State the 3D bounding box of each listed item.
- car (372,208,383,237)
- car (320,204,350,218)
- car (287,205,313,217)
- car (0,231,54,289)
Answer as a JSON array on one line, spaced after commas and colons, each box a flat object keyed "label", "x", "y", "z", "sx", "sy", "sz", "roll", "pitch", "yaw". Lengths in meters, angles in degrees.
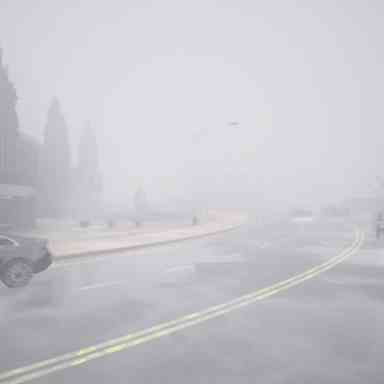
[{"label": "car", "x": 11.641, "y": 1.855, "z": 19.414, "sx": 1.895, "sy": 1.301, "sz": 4.718, "roll": -1, "pitch": -1, "yaw": 26}, {"label": "car", "x": 15.853, "y": 2.040, "z": 37.060, "sx": 2.128, "sy": 1.511, "sz": 4.902, "roll": -1, "pitch": -1, "yaw": 3}, {"label": "car", "x": 12.461, "y": 2.181, "z": 38.591, "sx": 1.994, "sy": 1.385, "sz": 4.181, "roll": -1, "pitch": -1, "yaw": 2}, {"label": "car", "x": -6.072, "y": 1.727, "z": 8.297, "sx": 4.902, "sy": 1.511, "sz": 2.128, "roll": 0, "pitch": -1, "yaw": -39}]
